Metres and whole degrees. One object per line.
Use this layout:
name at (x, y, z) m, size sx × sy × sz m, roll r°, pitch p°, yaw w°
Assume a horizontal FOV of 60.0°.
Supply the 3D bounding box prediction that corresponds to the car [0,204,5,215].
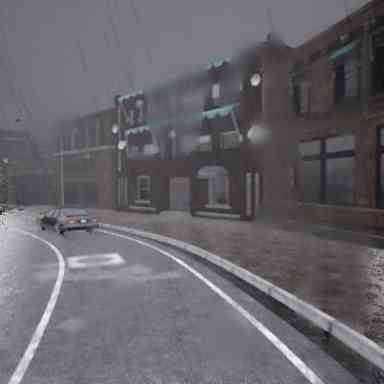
car at (-20.288, 1.577, 33.170) m, size 2.033 × 1.411 × 5.357 m, roll -2°, pitch 1°, yaw -45°

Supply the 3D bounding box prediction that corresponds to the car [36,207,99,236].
car at (-7.147, 1.552, 18.836) m, size 2.033 × 1.411 × 5.357 m, roll -1°, pitch 1°, yaw -41°
